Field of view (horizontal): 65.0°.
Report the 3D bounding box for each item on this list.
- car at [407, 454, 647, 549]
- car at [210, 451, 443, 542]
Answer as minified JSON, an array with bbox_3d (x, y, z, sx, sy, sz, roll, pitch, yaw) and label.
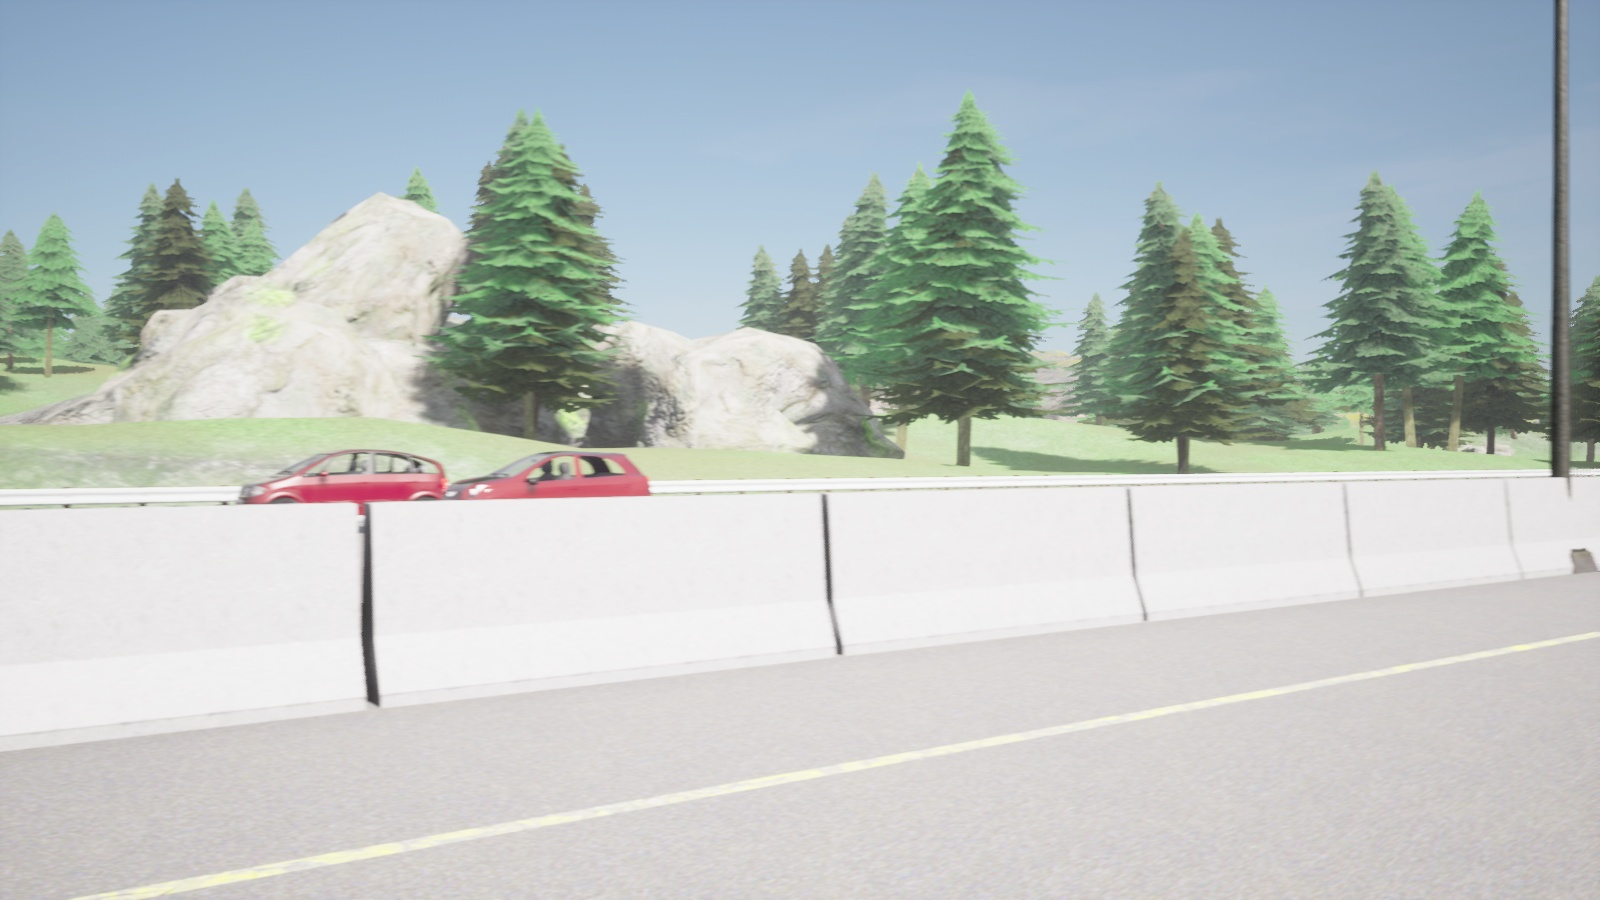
[{"bbox_3d":[-4.691,0.817,21.715,3.633,1.501,1.845,0,0,-35],"label":"car"},{"bbox_3d":[-8.711,0.796,23.182,3.705,1.549,1.789,0,0,-35],"label":"car"}]
